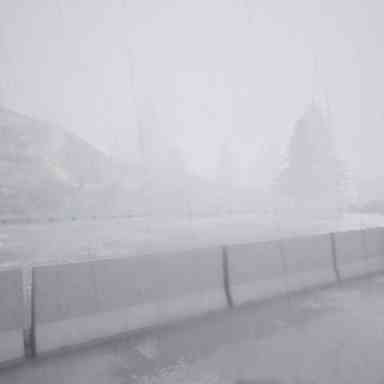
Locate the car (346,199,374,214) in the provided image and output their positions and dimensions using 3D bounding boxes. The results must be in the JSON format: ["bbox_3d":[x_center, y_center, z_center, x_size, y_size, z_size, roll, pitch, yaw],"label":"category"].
[{"bbox_3d":[17.732,1.416,33.417,4.674,1.442,1.812,0,0,-23],"label":"car"}]

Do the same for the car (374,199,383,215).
[{"bbox_3d":[19.338,1.269,30.298,4.553,1.767,2.097,0,0,-23],"label":"car"}]
